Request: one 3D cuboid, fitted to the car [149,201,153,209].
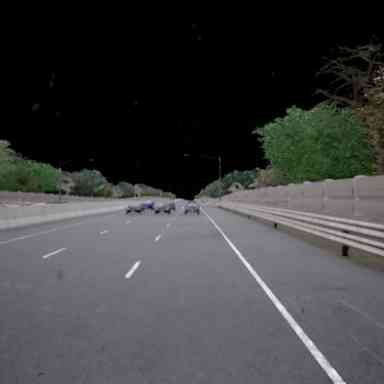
[{"bbox_3d":[-6.959,2.160,54.160,1.882,1.535,5.008,0,-1,1],"label":"car"}]

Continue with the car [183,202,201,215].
[{"bbox_3d":[0.005,1.980,40.863,1.812,1.442,4.674,0,-1,0],"label":"car"}]

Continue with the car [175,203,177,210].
[{"bbox_3d":[-3.478,2.159,52.362,1.837,1.490,4.892,0,0,0],"label":"car"}]

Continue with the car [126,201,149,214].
[{"bbox_3d":[-6.985,2.073,41.926,1.895,1.301,4.718,0,-1,0],"label":"car"}]

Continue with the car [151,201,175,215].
[{"bbox_3d":[-3.495,2.056,40.925,1.895,1.301,4.718,0,-1,0],"label":"car"}]

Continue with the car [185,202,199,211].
[{"bbox_3d":[0.022,2.216,52.359,1.994,1.385,4.181,0,-1,0],"label":"car"}]
